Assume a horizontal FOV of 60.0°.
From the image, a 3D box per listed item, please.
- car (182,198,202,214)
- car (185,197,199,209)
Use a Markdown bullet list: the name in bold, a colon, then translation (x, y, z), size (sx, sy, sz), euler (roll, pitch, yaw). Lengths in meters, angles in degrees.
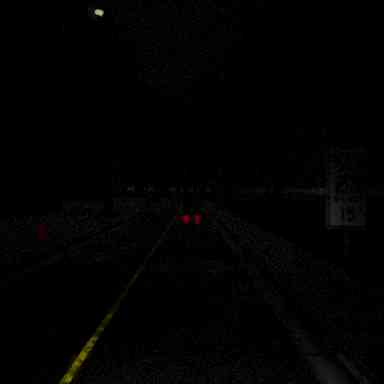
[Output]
- **car**: translation (-0.024, 1.533, 35.538), size (2.128, 1.511, 4.902), euler (0, 0, 0)
- **car**: translation (-0.050, 1.516, 46.702), size (1.882, 1.535, 5.008), euler (0, 0, 0)
